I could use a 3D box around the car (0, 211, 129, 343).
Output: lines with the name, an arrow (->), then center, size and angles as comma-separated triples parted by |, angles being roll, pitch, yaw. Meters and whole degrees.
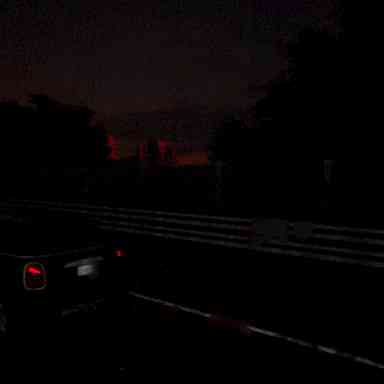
car -> -3.382, 1.163, 6.388 | 4.553, 1.767, 2.097 | 2, 1, 35
